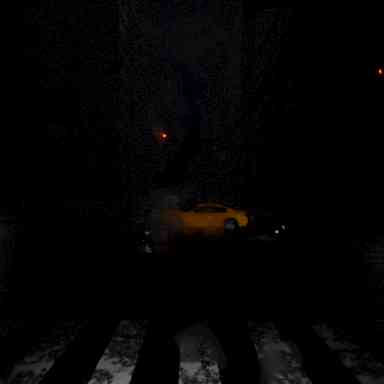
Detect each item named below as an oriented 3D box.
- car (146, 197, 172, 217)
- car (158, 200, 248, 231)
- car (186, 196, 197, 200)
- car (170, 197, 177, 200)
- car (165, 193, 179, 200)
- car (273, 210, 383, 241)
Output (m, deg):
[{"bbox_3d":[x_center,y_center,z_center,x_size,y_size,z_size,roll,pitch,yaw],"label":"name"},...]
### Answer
[{"bbox_3d":[-3.221,1.518,31.650,1.812,1.442,4.674,0,0,-1],"label":"car"},{"bbox_3d":[0.751,1.423,19.602,5.008,1.535,1.882,1,1,0],"label":"car"},{"bbox_3d":[-0.101,1.480,55.421,2.128,1.511,4.902,0,0,0],"label":"car"},{"bbox_3d":[-3.262,1.592,41.610,1.895,1.301,4.718,0,0,0],"label":"car"},{"bbox_3d":[-3.286,1.212,55.444,2.150,2.045,5.566,0,0,0],"label":"car"},{"bbox_3d":[6.849,1.590,16.377,5.357,1.411,2.033,1,1,0],"label":"car"}]
